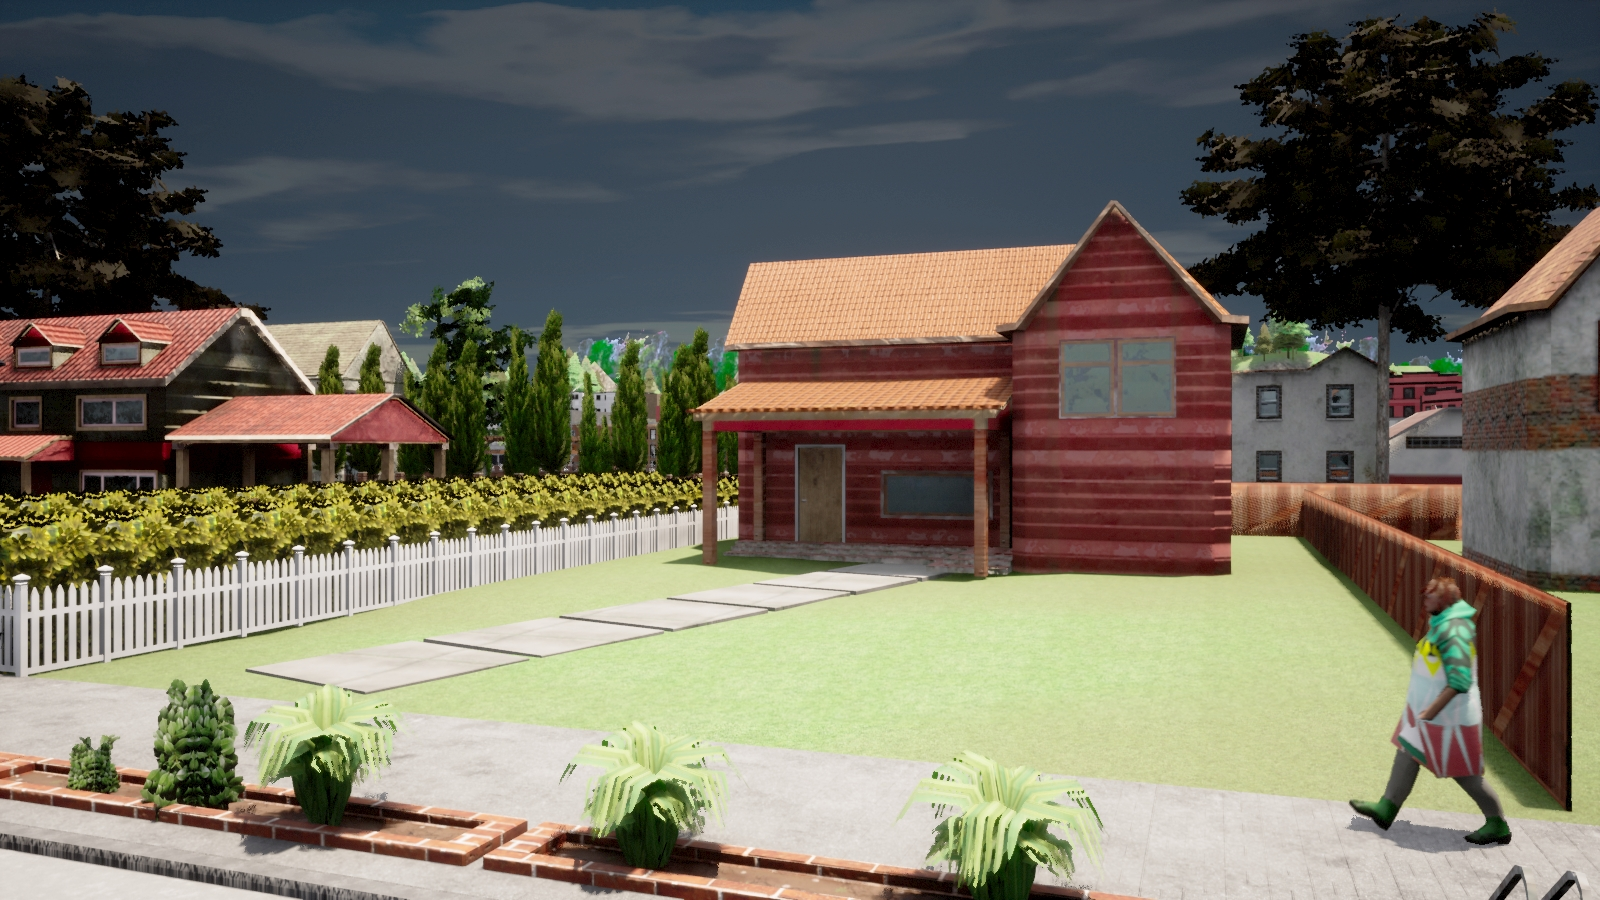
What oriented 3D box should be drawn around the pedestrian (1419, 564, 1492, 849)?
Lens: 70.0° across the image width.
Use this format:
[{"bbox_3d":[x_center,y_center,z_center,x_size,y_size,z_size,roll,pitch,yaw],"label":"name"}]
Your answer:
[{"bbox_3d":[4.527,1.744,7.903,0.375,1.860,0.375,0,0,20],"label":"pedestrian"}]
